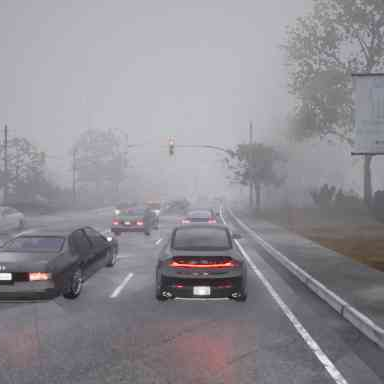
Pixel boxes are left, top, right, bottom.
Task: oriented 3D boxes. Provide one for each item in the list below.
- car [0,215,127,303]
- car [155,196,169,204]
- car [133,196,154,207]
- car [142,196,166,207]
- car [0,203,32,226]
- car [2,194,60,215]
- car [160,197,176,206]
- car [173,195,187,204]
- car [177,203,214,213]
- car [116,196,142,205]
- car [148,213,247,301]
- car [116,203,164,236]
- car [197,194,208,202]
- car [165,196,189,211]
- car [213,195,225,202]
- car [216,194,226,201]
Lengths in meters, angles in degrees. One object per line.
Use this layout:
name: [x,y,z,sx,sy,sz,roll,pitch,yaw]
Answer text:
car: [-3.297,1.547,8.408,2.033,1.411,5.357,0,0,1]
car: [-5.946,1.526,67.153,1.812,1.442,4.674,0,0,8]
car: [-7.674,1.490,53.322,2.128,1.511,4.902,0,0,6]
car: [-4.954,1.477,45.365,1.882,1.535,5.008,0,0,5]
car: [-10.687,1.525,17.954,1.812,1.442,4.674,0,0,-4]
car: [-16.463,1.215,34.078,5.566,2.045,2.150,1,0,4]
car: [-3.943,1.564,55.249,1.994,1.385,4.181,0,0,6]
car: [-2.395,1.491,67.283,2.128,1.511,4.902,0,0,8]
car: [0.460,1.526,17.573,1.812,1.442,4.674,0,0,4]
car: [-8.553,1.352,44.377,2.097,1.767,4.553,0,0,5]
car: [0.214,1.505,8.326,1.837,1.490,4.892,0,0,1]
car: [-3.014,1.547,18.475,2.033,1.411,5.357,0,0,2]
car: [2.515,1.350,76.598,2.097,1.767,4.553,0,0,9]
car: [-1.480,1.505,41.190,1.837,1.490,4.892,3,0,10]
car: [5.855,1.519,75.310,1.812,1.442,4.674,0,0,9]
car: [7.533,1.393,85.435,2.128,1.511,4.902,0,0,10]
